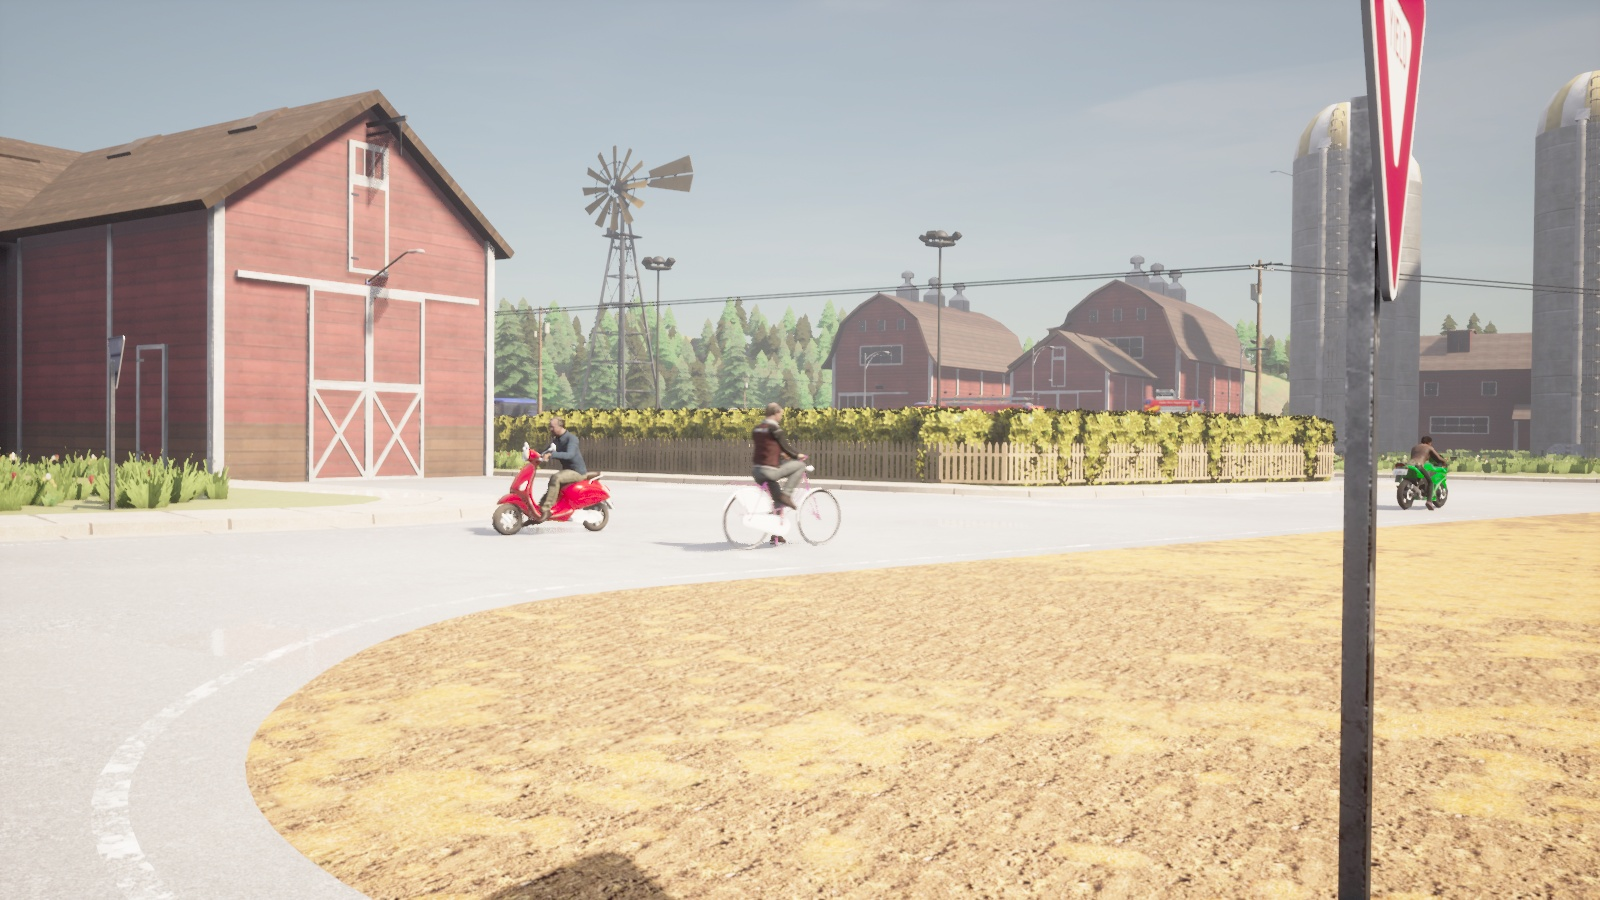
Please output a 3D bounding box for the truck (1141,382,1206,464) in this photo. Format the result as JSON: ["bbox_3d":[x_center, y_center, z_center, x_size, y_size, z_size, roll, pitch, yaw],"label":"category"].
[{"bbox_3d":[18.883,-1.331,63.262,2.891,3.827,8.468,0,1,18],"label":"truck"}]

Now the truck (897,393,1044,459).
[{"bbox_3d":[10.316,-1.436,76.553,8.468,3.827,2.891,0,1,35],"label":"truck"}]

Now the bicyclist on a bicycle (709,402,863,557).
[{"bbox_3d":[-0.147,0.324,15.187,1.843,1.776,0.659,-1,1,-40],"label":"bicyclist on a bicycle"}]

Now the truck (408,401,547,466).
[{"bbox_3d":[-18.062,-0.912,70.151,7.936,3.462,2.891,0,1,33],"label":"truck"}]

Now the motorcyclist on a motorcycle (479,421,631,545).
[{"bbox_3d":[-3.311,0.405,17.039,1.817,1.590,0.866,-1,1,-39],"label":"motorcyclist on a motorcycle"}]

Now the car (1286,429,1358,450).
[{"bbox_3d":[37.425,-0.752,90.019,4.514,1.525,2.007,0,1,33],"label":"car"}]

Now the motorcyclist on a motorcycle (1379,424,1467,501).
[{"bbox_3d":[12.862,0.232,25.914,2.044,1.523,0.797,-1,1,-37],"label":"motorcyclist on a motorcycle"}]
